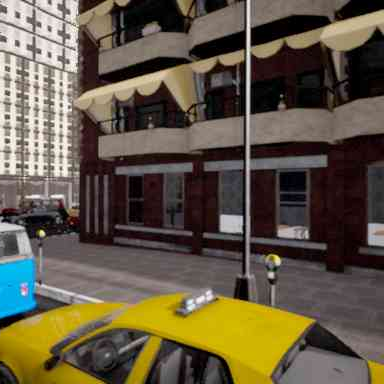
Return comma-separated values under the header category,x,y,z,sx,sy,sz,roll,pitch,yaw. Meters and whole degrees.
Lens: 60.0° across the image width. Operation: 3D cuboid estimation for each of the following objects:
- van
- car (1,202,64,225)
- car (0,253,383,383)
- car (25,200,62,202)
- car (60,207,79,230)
category,x,y,z,sx,sy,sz,roll,pitch,yaw
van,-4.588,1.403,6.132,3.998,1.788,1.690,-1,0,36
car,-11.746,1.755,24.918,2.128,1.511,4.902,0,0,36
car,-0.164,1.540,2.979,4.829,1.417,1.752,-1,0,36
car,-13.028,1.572,27.585,2.192,1.841,5.009,0,0,36
car,-6.237,1.846,22.675,1.887,1.381,4.507,0,0,36
